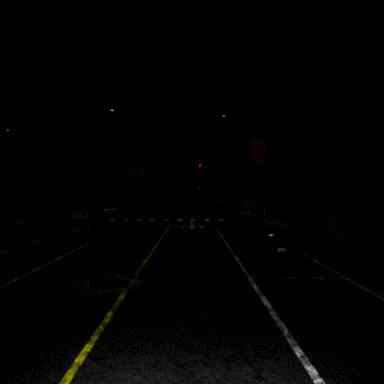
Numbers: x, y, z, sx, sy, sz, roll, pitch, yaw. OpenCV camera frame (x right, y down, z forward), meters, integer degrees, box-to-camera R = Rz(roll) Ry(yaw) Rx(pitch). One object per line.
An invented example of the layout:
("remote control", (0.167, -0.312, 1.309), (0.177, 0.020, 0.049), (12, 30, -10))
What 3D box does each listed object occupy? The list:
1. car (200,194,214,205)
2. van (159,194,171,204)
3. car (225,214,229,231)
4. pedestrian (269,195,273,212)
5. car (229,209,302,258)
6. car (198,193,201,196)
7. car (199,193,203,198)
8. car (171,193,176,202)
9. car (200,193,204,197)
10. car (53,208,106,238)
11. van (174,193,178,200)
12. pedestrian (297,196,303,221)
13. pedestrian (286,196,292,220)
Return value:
("car", (2.960, 1.528, 59.615), (2.008, 1.369, 4.403), (0, 0, 1))
("van", (-5.514, 1.318, 65.204), (1.690, 1.788, 3.998), (0, 0, 1))
("car", (2.766, 1.541, 17.432), (2.008, 1.369, 4.403), (0, 0, 0))
("pedestrian", (6.138, 1.128, 25.905), (0.375, 1.860, 0.375), (0, 0, 0))
("car", (2.766, 1.543, 12.440), (2.008, 1.369, 4.403), (0, 0, 0))
("car", (3.112, 1.291, 76.154), (2.192, 1.841, 5.009), (0, 0, 1))
("car", (3.061, 1.527, 70.641), (2.008, 1.369, 4.403), (0, 0, 1))
("car", (-5.413, 1.542, 76.229), (1.947, 1.339, 4.313), (0, 0, 1))
("car", (3.012, 1.502, 65.298), (1.752, 1.417, 4.829), (0, 0, 1))
("car", (-5.759, 1.541, 17.437), (2.008, 1.369, 4.403), (0, 0, 0))
("van", (-5.312, 1.316, 87.254), (1.690, 1.788, 3.998), (0, 0, 1))
("pedestrian", (8.138, 1.234, 25.305), (0.375, 1.860, 0.375), (0, 0, 0))
("pedestrian", (7.138, 1.164, 24.706), (0.375, 1.860, 0.375), (0, 0, 0))
